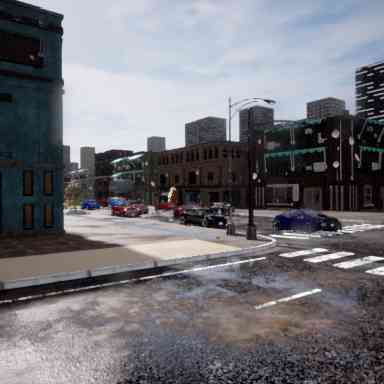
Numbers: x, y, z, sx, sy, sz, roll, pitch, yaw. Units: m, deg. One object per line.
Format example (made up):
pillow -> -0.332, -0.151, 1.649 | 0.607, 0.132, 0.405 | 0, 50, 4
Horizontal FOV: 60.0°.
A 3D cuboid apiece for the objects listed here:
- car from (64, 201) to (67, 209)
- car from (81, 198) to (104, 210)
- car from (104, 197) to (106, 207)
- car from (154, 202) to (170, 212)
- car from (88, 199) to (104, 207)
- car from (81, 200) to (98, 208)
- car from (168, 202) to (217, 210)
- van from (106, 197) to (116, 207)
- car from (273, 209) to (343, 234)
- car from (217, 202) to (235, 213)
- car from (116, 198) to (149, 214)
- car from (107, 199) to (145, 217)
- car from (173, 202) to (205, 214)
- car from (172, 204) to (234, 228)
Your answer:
car -> -23.167, 2.232, 58.380 | 1.752, 1.417, 4.829 | -1, 0, -35
car -> -16.423, 2.076, 53.545 | 1.882, 1.535, 5.008 | -1, 0, -35
car -> -16.442, 1.939, 63.375 | 2.192, 1.841, 5.009 | -1, 0, -35
car -> -3.607, 1.966, 45.330 | 1.802, 1.307, 4.206 | -2, 0, -35
car -> -19.643, 2.227, 67.887 | 1.887, 1.381, 4.507 | -1, 0, -35
car -> -19.493, 2.194, 63.237 | 1.812, 1.442, 4.674 | -1, 0, -35
car -> -0.039, 1.844, 30.331 | 1.994, 1.385, 4.181 | -1, 0, -35
van -> -13.234, 1.907, 58.864 | 1.690, 1.788, 3.998 | -1, 0, -35
car -> 6.758, 1.684, 19.870 | 1.994, 1.385, 4.181 | 0, -1, -26
car -> 2.805, 1.809, 36.307 | 2.008, 1.369, 4.403 | -2, 0, -35
car -> -6.969, 1.768, 40.089 | 2.097, 1.767, 4.553 | -1, 0, -35
car -> -7.233, 1.846, 35.962 | 1.967, 1.590, 4.097 | -1, 0, -35
car -> -0.401, 1.903, 40.819 | 1.802, 1.307, 4.206 | -2, 0, -35
car -> 0.711, 1.814, 24.581 | 1.947, 1.339, 4.313 | -2, 0, -35
